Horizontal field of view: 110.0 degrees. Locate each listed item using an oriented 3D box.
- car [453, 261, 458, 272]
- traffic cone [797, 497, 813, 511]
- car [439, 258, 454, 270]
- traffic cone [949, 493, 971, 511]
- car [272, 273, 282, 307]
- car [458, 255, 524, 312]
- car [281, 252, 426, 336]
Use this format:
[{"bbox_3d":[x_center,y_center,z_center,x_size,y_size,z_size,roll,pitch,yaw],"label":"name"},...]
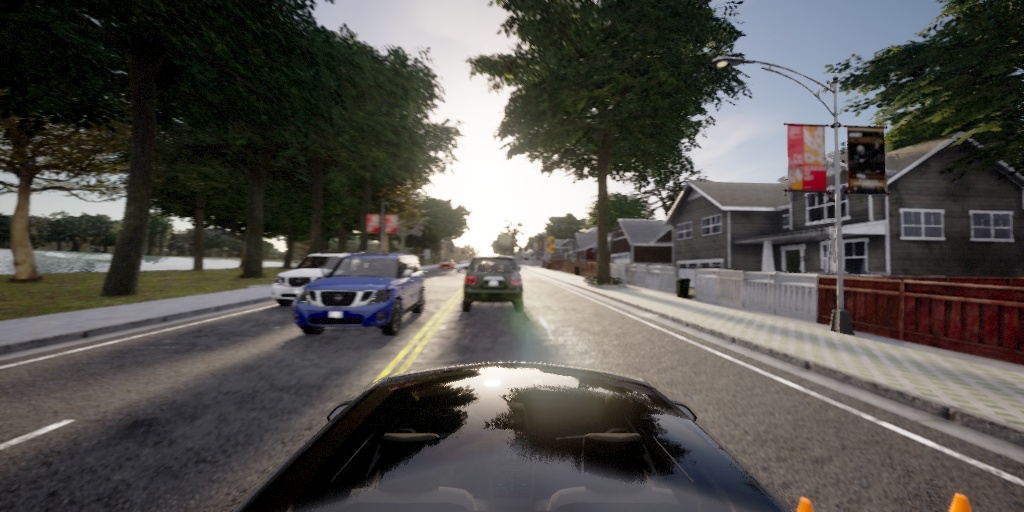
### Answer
[{"bbox_3d":[-6.098,1.334,45.891,1.812,1.442,4.674,1,0,-3],"label":"car"},{"bbox_3d":[1.733,1.735,2.123,0.340,0.580,0.340,0,0,-3],"label":"traffic cone"},{"bbox_3d":[-9.866,1.160,55.188,2.097,1.767,4.553,1,0,-3],"label":"car"},{"bbox_3d":[2.730,1.752,2.184,0.340,0.580,0.340,0,0,-3],"label":"traffic cone"},{"bbox_3d":[-7.509,0.869,15.024,2.150,2.045,5.566,1,0,-3],"label":"car"},{"bbox_3d":[-0.769,0.982,14.520,2.150,2.045,5.566,1,0,-3],"label":"car"},{"bbox_3d":[-3.983,0.918,10.533,2.150,2.045,5.566,1,0,-3],"label":"car"}]
